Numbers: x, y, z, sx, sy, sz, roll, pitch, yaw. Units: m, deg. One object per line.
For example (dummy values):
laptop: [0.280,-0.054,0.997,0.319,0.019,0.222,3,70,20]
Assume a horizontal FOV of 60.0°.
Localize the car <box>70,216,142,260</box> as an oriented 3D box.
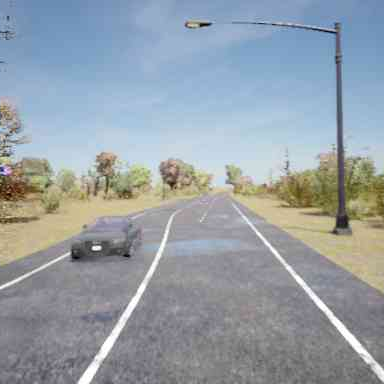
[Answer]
car: [-3.121,1.628,12.810,1.994,1.385,4.181,-1,0,-1]
